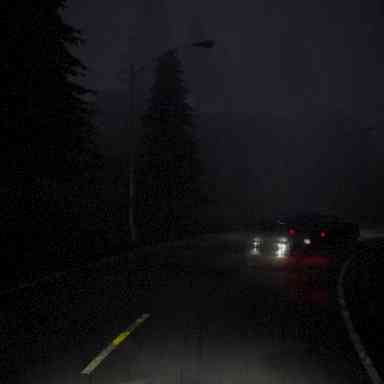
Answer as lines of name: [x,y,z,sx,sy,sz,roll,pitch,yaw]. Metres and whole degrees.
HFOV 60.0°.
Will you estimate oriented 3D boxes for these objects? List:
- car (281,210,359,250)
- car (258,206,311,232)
car: [6.057,1.706,15.042,1.895,1.301,4.718,0,0,40]
car: [5.885,1.593,19.933,5.008,1.535,1.882,1,0,-44]
